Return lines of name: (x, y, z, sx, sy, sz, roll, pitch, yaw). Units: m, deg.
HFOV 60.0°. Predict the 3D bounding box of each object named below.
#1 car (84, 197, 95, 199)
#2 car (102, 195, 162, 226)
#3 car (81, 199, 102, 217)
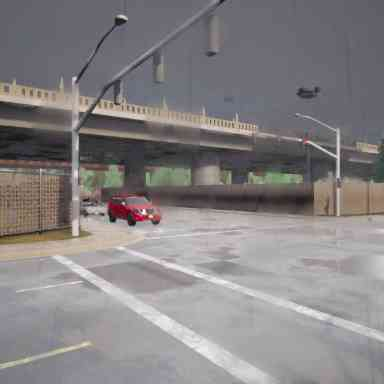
car: (-19.783, 1.619, 64.272, 1.994, 1.385, 4.181, 0, 0, -36)
car: (-4.341, 1.278, 24.363, 2.150, 2.045, 5.566, 0, 0, -36)
car: (-10.003, 1.656, 32.262, 1.895, 1.301, 4.718, 0, 0, -36)
